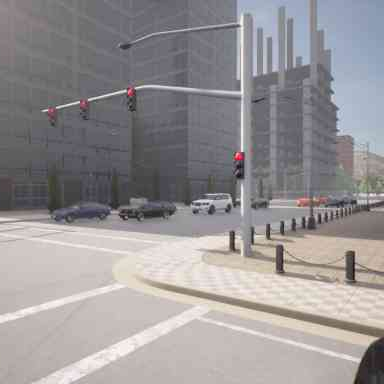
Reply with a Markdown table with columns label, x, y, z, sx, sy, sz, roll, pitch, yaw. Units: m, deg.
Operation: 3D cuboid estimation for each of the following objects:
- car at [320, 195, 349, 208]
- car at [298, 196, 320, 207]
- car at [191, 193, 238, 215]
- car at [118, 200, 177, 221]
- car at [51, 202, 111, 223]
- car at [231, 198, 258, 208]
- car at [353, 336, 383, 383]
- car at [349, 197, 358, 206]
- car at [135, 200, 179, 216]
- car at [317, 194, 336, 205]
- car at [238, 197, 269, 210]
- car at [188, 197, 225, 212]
| label | x | y | z | sx | sy | sz | roll | pitch | yaw |
| --- | --- | --- | --- | --- | --- | --- | --- | --- | --- |
| car | 20.176 | 1.438 | 47.012 | 2.128 | 1.511 | 4.902 | 0 | 0 | 36 |
| car | 17.249 | 1.299 | 48.936 | 2.097 | 1.767 | 4.553 | 0 | 0 | 36 |
| car | 2.145 | 1.169 | 34.293 | 2.150 | 2.045 | 5.566 | 0 | 0 | 36 |
| car | -3.563 | 1.548 | 26.377 | 1.895 | 1.301 | 4.718 | 0 | 0 | 36 |
| car | -8.432 | 1.473 | 25.618 | 1.812 | 1.442 | 4.674 | 0 | 0 | 38 |
| car | 7.632 | 1.549 | 47.867 | 1.895 | 1.301 | 4.718 | 0 | 0 | 36 |
| car | 3.070 | 1.564 | 1.779 | 4.181 | 1.385 | 1.994 | 0 | 0 | 36 |
| car | 26.105 | 1.494 | 55.251 | 2.033 | 1.411 | 5.357 | 0 | 0 | 36 |
| car | -3.353 | 1.512 | 32.655 | 1.994 | 1.385 | 4.181 | 0 | 0 | 36 |
| car | 23.173 | 1.299 | 57.173 | 2.097 | 1.767 | 4.553 | 0 | 0 | 36 |
| car | 8.246 | 1.425 | 42.746 | 1.882 | 1.535 | 5.008 | 0 | 0 | 36 |
| car | 1.786 | 1.439 | 39.783 | 2.128 | 1.511 | 4.902 | 0 | 0 | 36 |
